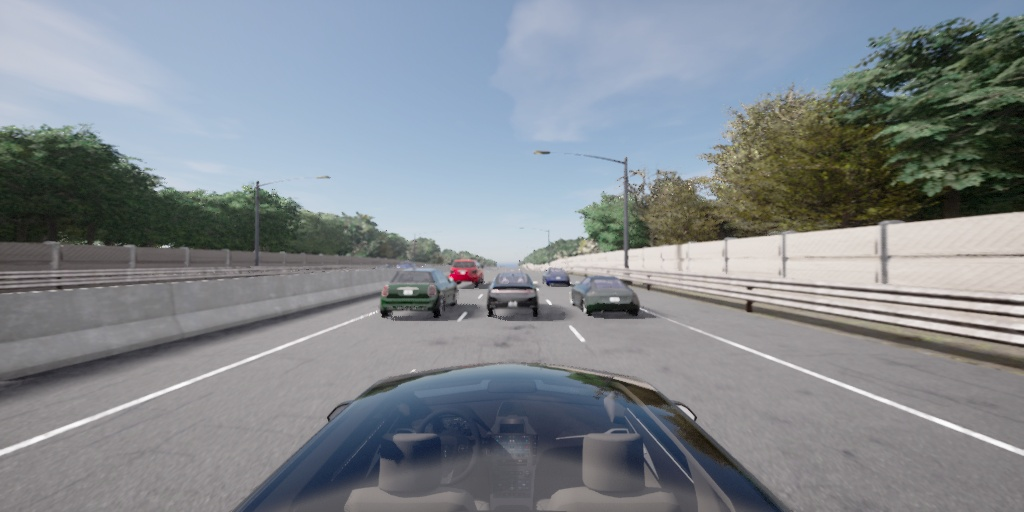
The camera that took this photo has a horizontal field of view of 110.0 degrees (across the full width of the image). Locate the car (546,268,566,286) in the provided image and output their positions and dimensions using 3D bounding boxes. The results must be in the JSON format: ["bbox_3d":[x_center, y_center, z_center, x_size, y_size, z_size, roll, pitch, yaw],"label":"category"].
[{"bbox_3d":[3.553,1.681,29.401,1.994,1.385,4.181,0,-1,0],"label":"car"}]

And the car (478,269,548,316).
[{"bbox_3d":[0.046,1.404,14.171,2.128,1.511,4.902,0,-1,1],"label":"car"}]

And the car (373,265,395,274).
[{"bbox_3d":[-21.027,2.237,59.318,1.837,1.490,4.892,0,-1,1],"label":"car"}]

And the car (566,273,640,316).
[{"bbox_3d":[3.549,1.479,14.331,1.994,1.385,4.181,0,-1,1],"label":"car"}]

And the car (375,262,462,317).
[{"bbox_3d":[-3.453,1.263,14.107,2.097,1.767,4.553,0,-1,0],"label":"car"}]

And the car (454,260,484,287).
[{"bbox_3d":[-3.461,1.320,28.048,2.150,2.045,5.566,0,-1,0],"label":"car"}]
